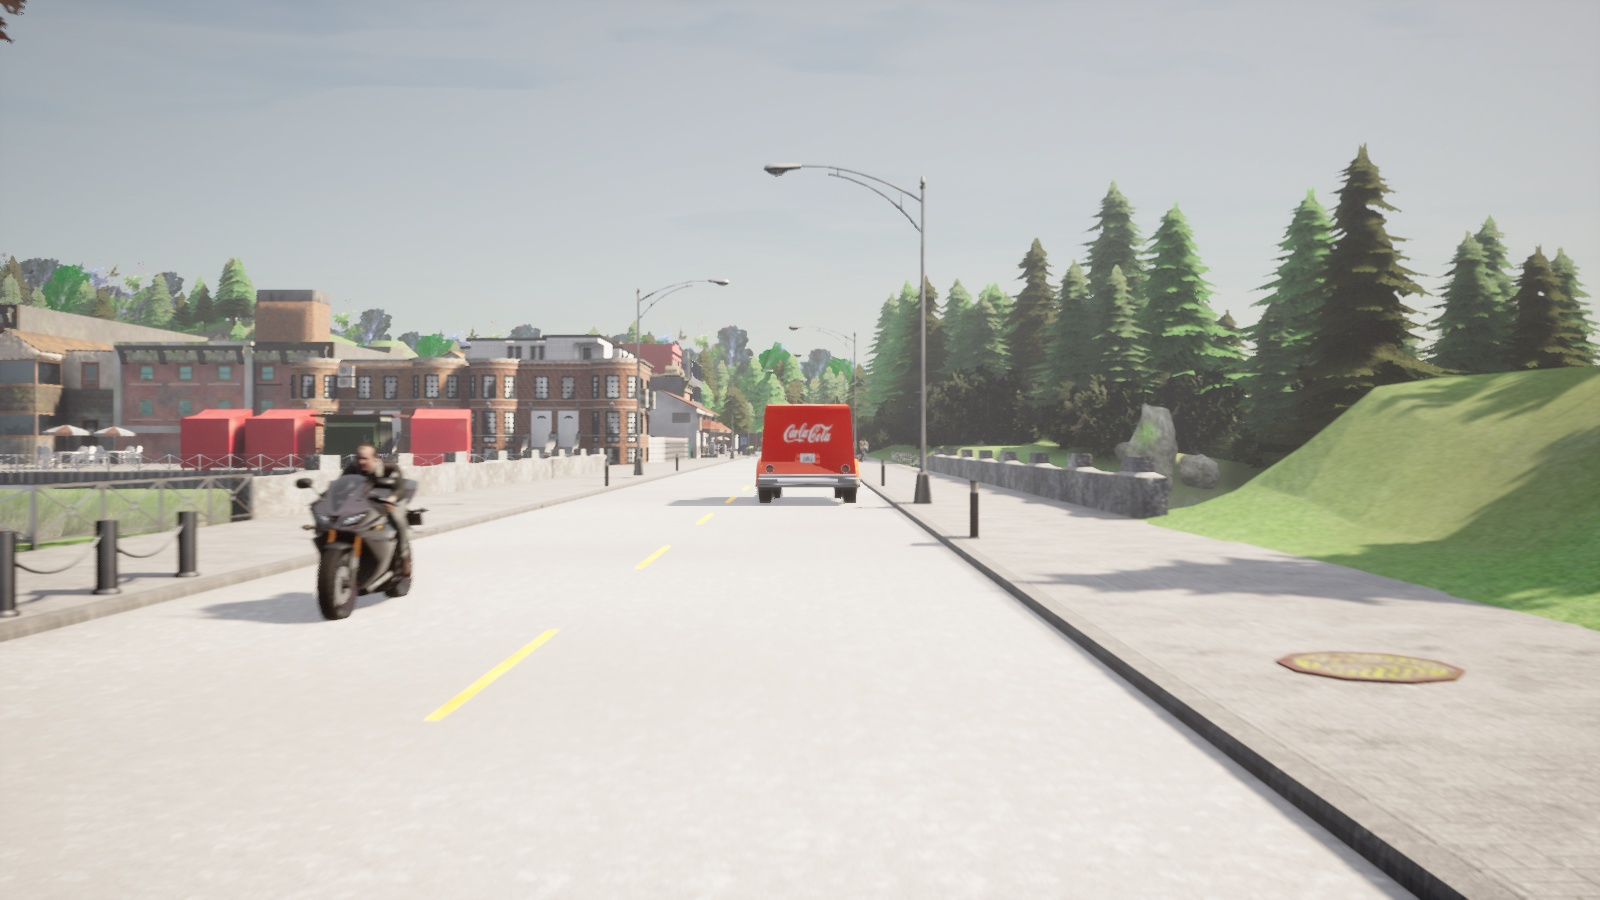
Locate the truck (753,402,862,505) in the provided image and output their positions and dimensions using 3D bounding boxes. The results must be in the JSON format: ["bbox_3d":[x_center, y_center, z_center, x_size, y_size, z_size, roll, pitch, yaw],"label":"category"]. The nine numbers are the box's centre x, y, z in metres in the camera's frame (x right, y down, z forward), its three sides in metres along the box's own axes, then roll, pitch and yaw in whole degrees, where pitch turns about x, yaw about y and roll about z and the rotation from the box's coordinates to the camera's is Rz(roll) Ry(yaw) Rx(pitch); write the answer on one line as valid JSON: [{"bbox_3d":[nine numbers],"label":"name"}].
[{"bbox_3d":[0.202,0.077,32.800,2.627,2.467,5.204,0,0,0],"label":"truck"}]

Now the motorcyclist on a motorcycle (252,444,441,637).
[{"bbox_3d":[-3.922,0.717,11.086,0.866,1.530,2.191,0,0,0],"label":"motorcyclist on a motorcycle"}]
